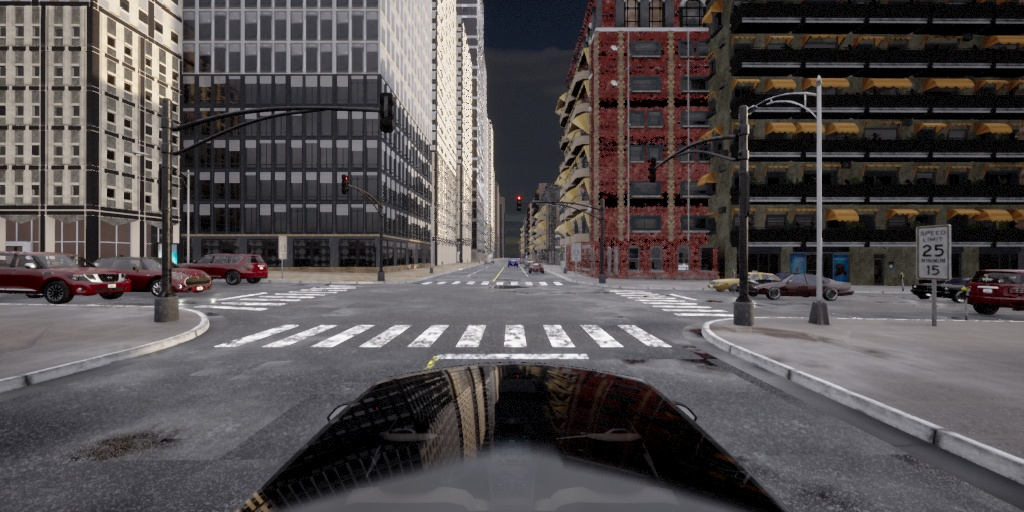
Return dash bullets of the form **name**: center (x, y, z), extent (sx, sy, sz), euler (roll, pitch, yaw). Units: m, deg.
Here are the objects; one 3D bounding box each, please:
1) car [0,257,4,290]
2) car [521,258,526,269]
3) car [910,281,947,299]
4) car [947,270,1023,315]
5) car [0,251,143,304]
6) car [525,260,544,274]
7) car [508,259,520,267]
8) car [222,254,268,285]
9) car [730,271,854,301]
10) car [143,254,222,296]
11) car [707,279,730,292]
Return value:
- **car**: center (-26.457, 0.760, 15.964), extent (5.008, 1.535, 1.882), euler (1, 0, 0)
- **car**: center (2.766, 1.317, 54.686), extent (2.007, 1.370, 4.403), euler (0, 0, 0)
- **car**: center (24.889, 1.839, 19.539), extent (4.718, 1.301, 1.895), euler (1, 0, -1)
- **car**: center (20.616, 1.461, 13.750), extent (5.009, 1.841, 2.192), euler (0, 0, 0)
- **car**: center (-17.558, 0.757, 13.439), extent (5.009, 1.841, 2.192), euler (0, 0, 0)
- **car**: center (2.798, 1.341, 41.769), extent (1.802, 1.307, 4.207), euler (0, 0, 0)
- **car**: center (0.191, 1.252, 65.122), extent (1.882, 1.535, 5.008), euler (0, 0, 0)
- **car**: center (-17.681, 0.776, 21.819), extent (5.009, 1.841, 2.192), euler (0, 0, 0)
- **car**: center (15.259, 1.610, 19.468), extent (5.357, 1.411, 2.033), euler (1, 0, 0)
- **car**: center (-16.268, 0.825, 16.074), extent (4.553, 1.767, 2.097), euler (1, 0, -2)
- **car**: center (14.660, 1.587, 22.055), extent (4.829, 1.417, 1.751), euler (0, 0, 0)
